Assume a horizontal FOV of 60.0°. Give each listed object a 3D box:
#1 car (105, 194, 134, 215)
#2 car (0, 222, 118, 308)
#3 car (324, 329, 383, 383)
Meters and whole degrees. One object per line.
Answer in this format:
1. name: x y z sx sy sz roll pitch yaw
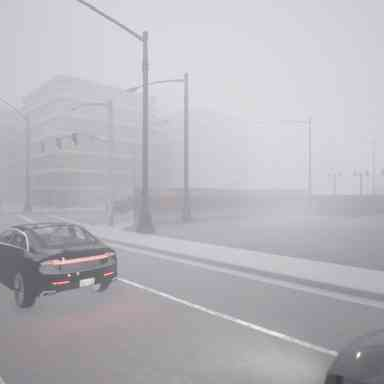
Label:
1. car: -6.290 1.221 34.999 5.566 2.045 2.150 0 0 -44
2. car: -3.647 1.492 8.041 2.128 1.511 4.902 0 0 -43
3. car: 3.196 1.505 1.584 4.892 1.490 1.837 0 0 38
